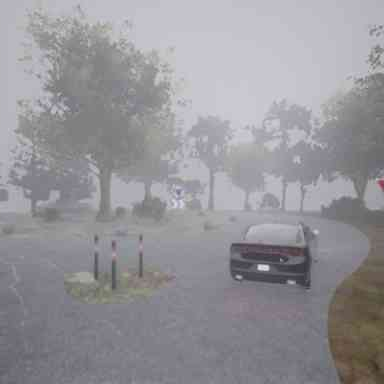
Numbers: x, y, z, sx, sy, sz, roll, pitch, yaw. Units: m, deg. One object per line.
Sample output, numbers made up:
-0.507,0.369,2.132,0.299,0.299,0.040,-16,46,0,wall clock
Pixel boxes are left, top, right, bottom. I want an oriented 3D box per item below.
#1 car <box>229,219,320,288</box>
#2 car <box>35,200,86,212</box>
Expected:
2.534,1.503,9.566,1.882,1.535,5.008,0,0,23,car
-14.946,1.632,38.050,5.357,1.411,2.033,0,0,-40,car
